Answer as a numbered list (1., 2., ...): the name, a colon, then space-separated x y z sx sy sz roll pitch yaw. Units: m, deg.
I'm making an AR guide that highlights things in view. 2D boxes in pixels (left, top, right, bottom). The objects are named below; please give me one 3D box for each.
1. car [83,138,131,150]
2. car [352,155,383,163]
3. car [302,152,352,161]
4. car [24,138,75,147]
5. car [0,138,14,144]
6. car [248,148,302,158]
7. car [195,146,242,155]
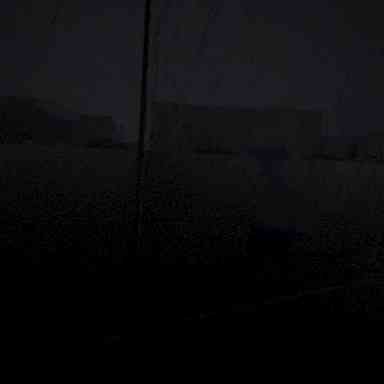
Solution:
1. car: -8.210 -4.403 32.652 4.553 1.767 2.185 2 -2 -5
2. car: 19.166 -3.166 35.530 5.008 1.535 2.097 3 -2 -8
3. car: 13.671 -3.374 34.789 4.674 1.452 2.002 3 -2 -7
4. car: -13.682 -4.439 32.142 4.674 1.452 2.002 2 -2 -5
5. car: -19.325 -4.814 31.625 4.553 1.767 2.185 2 -2 -5
6. car: 8.164 -3.653 34.169 4.892 1.521 2.231 2 -2 -5
7. car: 2.673 -3.870 33.654 4.892 1.521 2.231 2 -2 -5
